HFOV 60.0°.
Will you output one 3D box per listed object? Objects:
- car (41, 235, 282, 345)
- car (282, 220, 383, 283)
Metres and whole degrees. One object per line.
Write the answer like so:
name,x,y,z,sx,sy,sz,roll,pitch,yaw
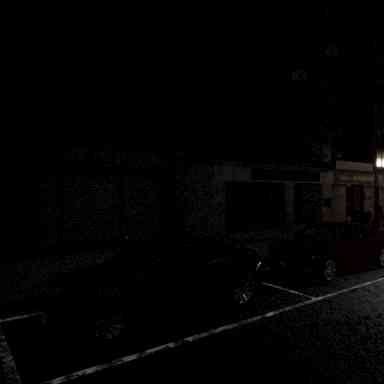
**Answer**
car,-0.515,1.566,6.397,4.313,1.339,1.947,0,0,-35
car,4.101,1.544,9.686,4.507,1.381,1.887,0,0,-35
